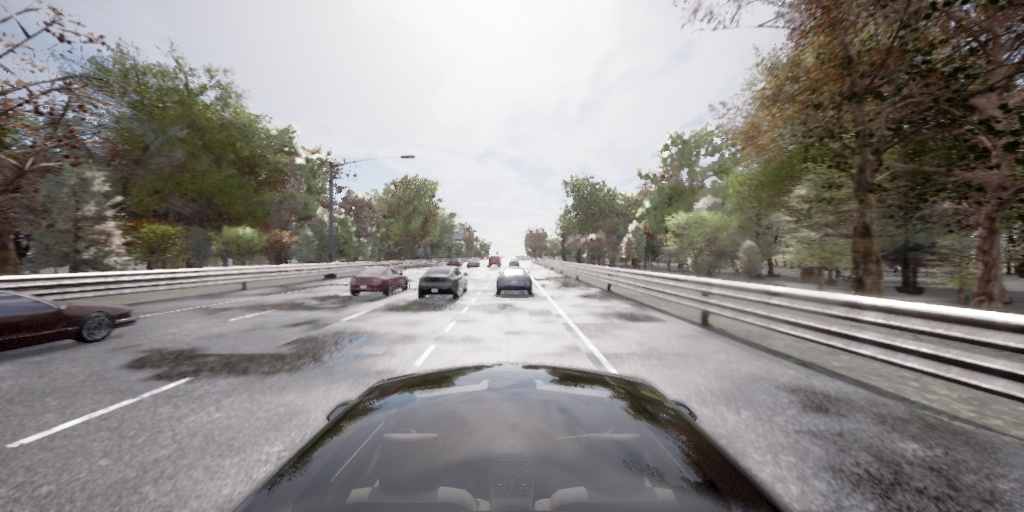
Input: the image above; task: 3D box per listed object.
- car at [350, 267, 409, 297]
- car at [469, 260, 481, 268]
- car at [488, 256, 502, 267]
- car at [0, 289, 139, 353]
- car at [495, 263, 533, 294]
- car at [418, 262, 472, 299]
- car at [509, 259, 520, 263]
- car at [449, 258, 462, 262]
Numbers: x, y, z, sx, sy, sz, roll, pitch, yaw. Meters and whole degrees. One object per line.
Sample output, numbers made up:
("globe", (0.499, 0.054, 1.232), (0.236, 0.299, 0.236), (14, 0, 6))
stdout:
("car", (-6.880, 1.276, 18.915), (1.812, 1.442, 4.674), (0, 0, 0))
("car", (-6.613, 1.325, 62.502), (1.994, 1.385, 4.181), (0, 0, 0))
("car", (-3.094, 0.983, 65.099), (2.150, 2.045, 5.566), (0, 0, 0))
("car", (-10.407, 1.298, 6.568), (2.033, 1.411, 5.357), (0, 0, 0))
("car", (0.124, 1.315, 20.440), (1.994, 1.385, 4.181), (0, 0, 0))
("car", (-3.381, 1.257, 18.140), (1.837, 1.490, 4.892), (0, 0, 0))
("car", (0.391, 1.287, 64.831), (1.812, 1.442, 4.674), (0, 0, 0))
("car", (-10.099, 1.114, 64.329), (2.097, 1.767, 4.553), (0, 0, 1))
